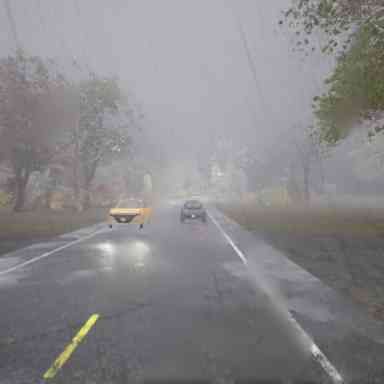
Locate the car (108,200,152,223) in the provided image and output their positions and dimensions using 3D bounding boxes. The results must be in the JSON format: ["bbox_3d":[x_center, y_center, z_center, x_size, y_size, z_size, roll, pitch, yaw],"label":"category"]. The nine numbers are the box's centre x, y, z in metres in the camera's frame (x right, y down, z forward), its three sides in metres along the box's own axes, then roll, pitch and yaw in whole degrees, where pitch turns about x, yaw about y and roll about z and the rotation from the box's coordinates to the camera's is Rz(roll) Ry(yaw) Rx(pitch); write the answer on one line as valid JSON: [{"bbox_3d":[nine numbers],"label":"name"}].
[{"bbox_3d":[-3.501,1.142,19.445,1.882,1.535,5.008,0,0,0],"label":"car"}]

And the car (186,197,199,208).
[{"bbox_3d":[0.103,1.550,49.855,1.812,1.442,4.674,0,0,0],"label":"car"}]

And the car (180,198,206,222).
[{"bbox_3d":[0.099,1.505,26.126,2.128,1.511,4.902,0,0,0],"label":"car"}]
